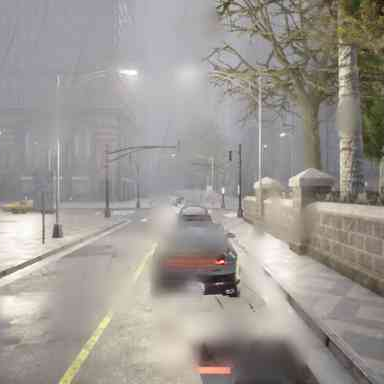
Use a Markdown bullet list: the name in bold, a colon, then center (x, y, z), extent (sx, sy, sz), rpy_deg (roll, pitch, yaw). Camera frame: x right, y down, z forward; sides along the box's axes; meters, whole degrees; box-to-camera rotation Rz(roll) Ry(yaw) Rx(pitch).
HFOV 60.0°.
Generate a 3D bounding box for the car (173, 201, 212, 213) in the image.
- **car**: center (0.095, 1.477, 18.849), extent (1.882, 1.535, 5.008), rpy_deg (0, 0, 0)

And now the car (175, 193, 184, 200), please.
- **car**: center (-3.023, 1.057, 80.344), extent (2.097, 1.767, 4.553), rpy_deg (0, 1, 0)

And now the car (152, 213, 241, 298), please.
- **car**: center (0.096, 1.505, 8.528), extent (1.837, 1.490, 4.892), rpy_deg (0, 0, 0)

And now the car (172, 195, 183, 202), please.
- **car**: center (-3.020, 1.322, 70.057), extent (2.128, 1.511, 4.902), rpy_deg (0, 0, 0)

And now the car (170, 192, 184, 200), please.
- **car**: center (-3.086, 1.091, 60.062), extent (2.150, 2.045, 5.566), rpy_deg (0, 0, 1)

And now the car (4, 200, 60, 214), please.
- **car**: center (-14.941, 1.398, 31.177), extent (4.829, 1.417, 1.752), rpy_deg (1, -1, 0)

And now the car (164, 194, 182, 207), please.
- **car**: center (-3.105, 1.424, 50.177), extent (2.128, 1.511, 4.902), rpy_deg (0, 0, 0)
